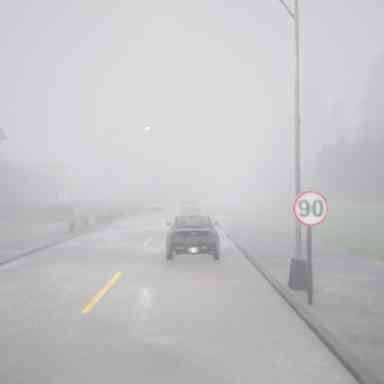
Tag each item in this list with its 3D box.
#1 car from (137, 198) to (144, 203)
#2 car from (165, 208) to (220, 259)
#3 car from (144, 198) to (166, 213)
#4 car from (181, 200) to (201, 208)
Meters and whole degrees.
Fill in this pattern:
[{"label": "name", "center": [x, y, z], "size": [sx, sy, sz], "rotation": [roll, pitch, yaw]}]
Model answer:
[{"label": "car", "center": [-10.873, 2.133, 80.367], "size": [5.357, 1.415, 2.033], "rotation": [0, -1, -40]}, {"label": "car", "center": [0.026, 1.607, 12.978], "size": [1.837, 1.490, 4.892], "rotation": [0, 0, 0]}, {"label": "car", "center": [-4.365, 1.696, 41.521], "size": [2.097, 1.767, 4.553], "rotation": [0, 0, 0]}, {"label": "car", "center": [-0.137, 1.634, 35.923], "size": [2.097, 1.767, 4.553], "rotation": [0, 0, 0]}]
